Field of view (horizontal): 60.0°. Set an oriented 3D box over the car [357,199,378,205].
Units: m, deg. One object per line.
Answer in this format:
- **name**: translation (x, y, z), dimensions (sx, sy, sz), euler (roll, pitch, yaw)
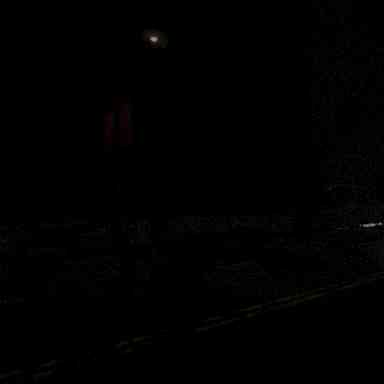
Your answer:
- **car**: translation (37.146, 2.110, 70.558), dimensions (1.802, 1.307, 4.206), euler (0, 0, -35)
